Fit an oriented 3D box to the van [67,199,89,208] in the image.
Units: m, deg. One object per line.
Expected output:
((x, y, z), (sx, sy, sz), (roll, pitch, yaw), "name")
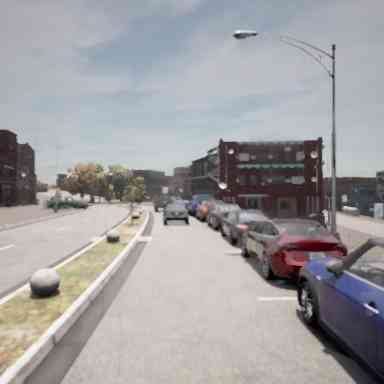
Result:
((-25.468, 2.515, 74.475), (4.442, 1.987, 1.878), (0, -2, -17), "van")

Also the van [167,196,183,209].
((-2.817, 1.731, 54.003), (1.878, 1.987, 4.442), (0, -1, -11), "van")

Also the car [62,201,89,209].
((-22.296, 2.440, 64.026), (4.792, 1.488, 2.163), (0, -2, -15), "car")

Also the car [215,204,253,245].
((2.488, 1.520, 15.469), (2.002, 1.452, 4.674), (0, 0, -3), "car")

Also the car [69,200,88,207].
((-29.763, 2.977, 87.324), (4.553, 1.767, 2.185), (0, -1, -19), "car")

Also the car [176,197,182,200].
((-1.729, 1.859, 48.432), (2.002, 1.452, 4.674), (0, -1, -10), "car")

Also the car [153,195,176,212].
((-3.734, 1.460, 42.940), (2.150, 2.045, 5.566), (0, -1, -10), "car")

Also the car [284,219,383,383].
((2.970, 1.352, 4.232), (2.185, 1.767, 4.553), (0, 0, -1), "car")

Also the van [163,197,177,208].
((-4.016, 1.888, 59.408), (1.878, 1.987, 4.442), (0, -2, -12), "van")

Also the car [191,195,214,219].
((0.898, 1.300, 32.060), (2.435, 2.045, 5.566), (0, 0, -7), "car")

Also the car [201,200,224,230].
((2.086, 1.485, 20.876), (2.231, 1.521, 4.892), (0, 0, -4), "car")

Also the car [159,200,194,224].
((-1.296, 1.572, 25.266), (2.033, 1.411, 5.357), (0, 0, -6), "car")

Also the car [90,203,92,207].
((-21.557, 2.323, 61.397), (4.892, 1.521, 2.231), (0, -2, -14), "car")

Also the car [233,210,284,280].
((2.778, 1.509, 9.957), (2.163, 1.488, 4.792), (0, 0, -2), "car")

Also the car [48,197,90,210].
((-18.973, 1.724, 50.663), (5.566, 2.045, 2.435), (0, -1, -12), "car")

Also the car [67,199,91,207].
((-27.936, 2.713, 82.139), (5.566, 2.045, 2.435), (0, -2, -19), "car")

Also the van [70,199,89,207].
((-28.712, 2.807, 84.774), (4.442, 1.987, 1.878), (0, -1, -19), "van")
